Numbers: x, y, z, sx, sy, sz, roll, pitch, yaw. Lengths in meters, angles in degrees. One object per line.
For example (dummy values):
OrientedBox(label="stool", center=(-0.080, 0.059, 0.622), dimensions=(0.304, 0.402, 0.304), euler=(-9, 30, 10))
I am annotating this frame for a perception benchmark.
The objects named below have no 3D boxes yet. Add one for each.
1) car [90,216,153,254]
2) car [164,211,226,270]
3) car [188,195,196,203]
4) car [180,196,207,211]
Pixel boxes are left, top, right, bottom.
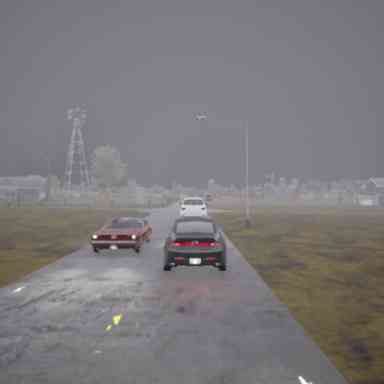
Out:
OrientedBox(label="car", center=(-2.847, 1.740, 14.346), dimensions=(1.895, 1.301, 4.718), euler=(0, -1, 0))
OrientedBox(label="car", center=(0.091, 1.618, 11.372), dimensions=(1.837, 1.490, 4.892), euler=(0, 0, 0))
OrientedBox(label="car", center=(0.006, 1.852, 90.492), dimensions=(2.150, 2.045, 5.566), euler=(0, -1, 0))
OrientedBox(label="car", center=(0.116, 1.489, 28.624), dimensions=(2.150, 2.045, 5.566), euler=(0, 0, 0))
